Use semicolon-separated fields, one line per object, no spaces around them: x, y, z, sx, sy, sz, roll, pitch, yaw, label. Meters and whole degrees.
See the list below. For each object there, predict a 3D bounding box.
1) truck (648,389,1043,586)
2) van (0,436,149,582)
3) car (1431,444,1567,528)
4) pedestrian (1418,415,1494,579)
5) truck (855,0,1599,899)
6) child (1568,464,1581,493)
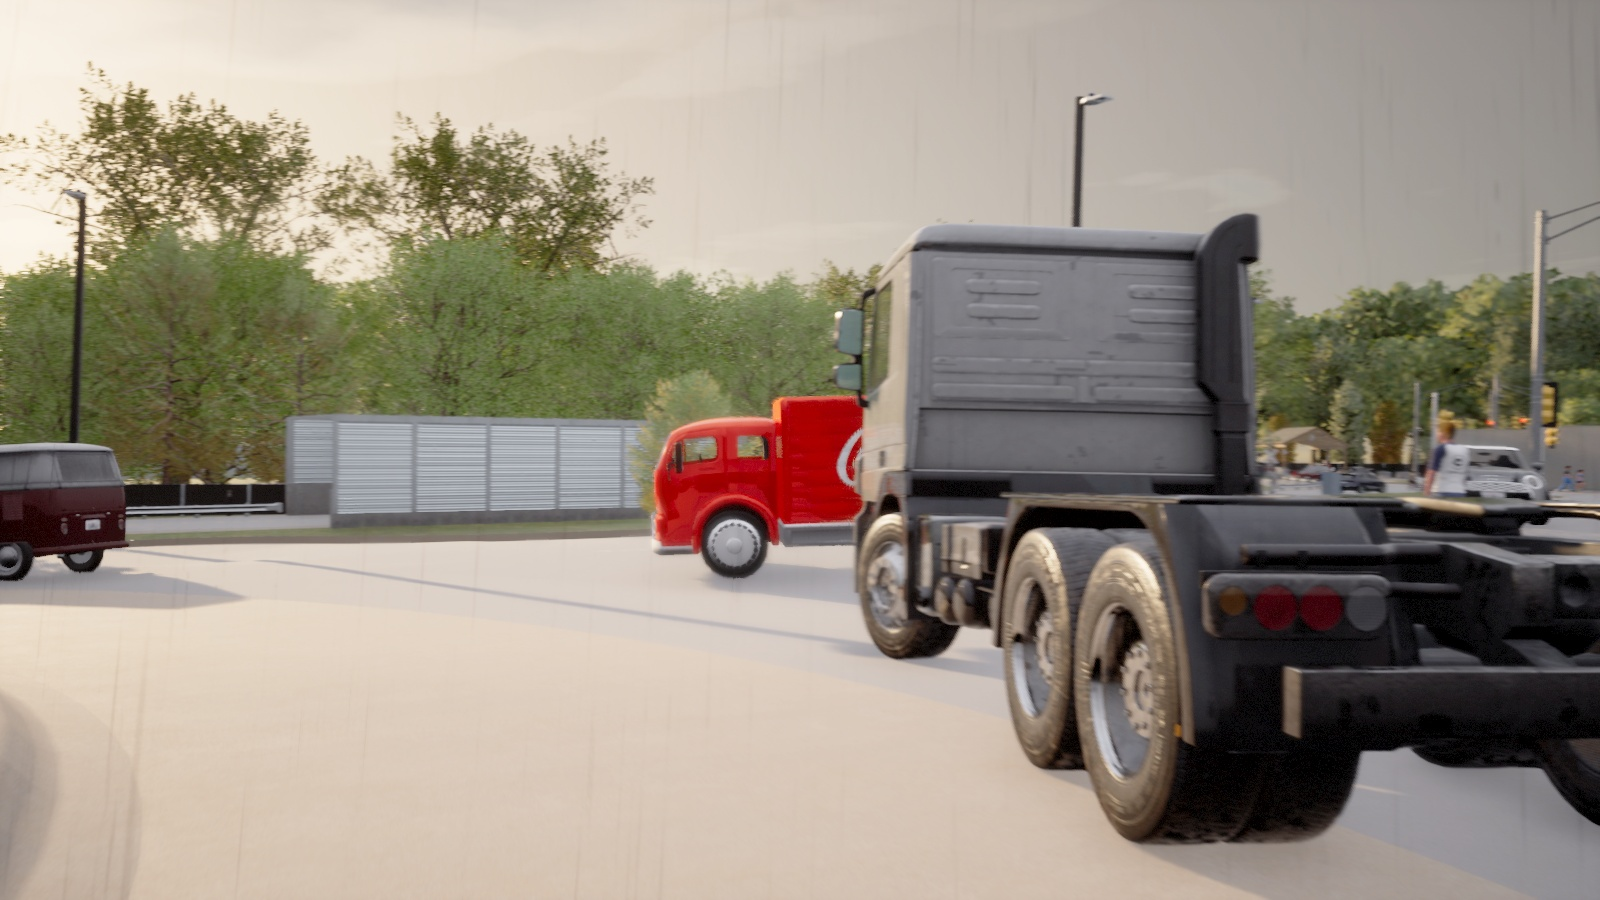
0.554;0.457;18.008;5.204;2.467;2.627;-2;1;-4;truck
-12.336;0.928;18.684;4.442;1.987;1.775;-3;-1;8;van
13.780;0.637;24.969;1.970;1.475;3.806;2;1;24;car
7.524;0.529;14.420;0.354;1.836;0.706;2;0;-13;pedestrian
2.372;-0.134;7.560;2.891;3.462;7.936;1;-2;-6;truck
34.734;1.275;56.333;0.437;1.263;0.270;2;-1;41;child
